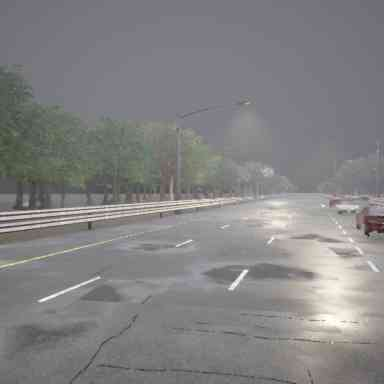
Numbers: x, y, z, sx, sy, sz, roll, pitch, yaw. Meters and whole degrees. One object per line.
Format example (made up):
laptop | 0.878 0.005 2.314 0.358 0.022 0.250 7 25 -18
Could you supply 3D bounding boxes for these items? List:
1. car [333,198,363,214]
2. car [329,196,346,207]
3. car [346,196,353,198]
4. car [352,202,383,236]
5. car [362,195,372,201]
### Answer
car | 16.048 1.597 34.443 1.895 1.301 4.718 0 0 20
car | 22.618 1.473 52.163 1.882 1.535 5.008 0 0 23
car | 32.642 1.516 69.960 2.128 1.511 4.902 0 0 38
car | 10.247 1.493 18.228 1.882 1.535 5.008 0 0 20
car | 43.854 1.460 82.413 5.008 1.535 1.882 0 0 -42
